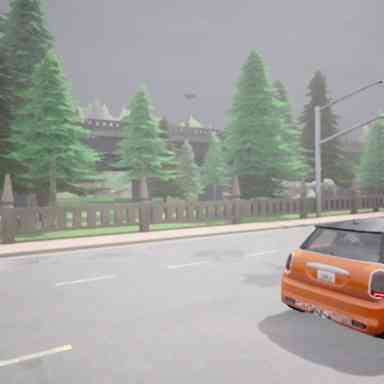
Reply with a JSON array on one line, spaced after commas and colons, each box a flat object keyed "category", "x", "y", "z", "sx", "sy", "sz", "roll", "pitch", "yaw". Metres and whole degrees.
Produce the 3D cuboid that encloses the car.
[{"category": "car", "x": 3.843, "y": 1.255, "z": 6.126, "sx": 4.553, "sy": 1.767, "sz": 2.097, "roll": -1, "pitch": 1, "yaw": -31}]
